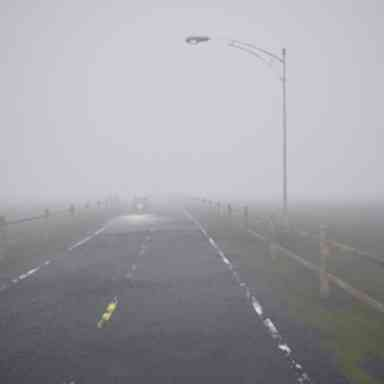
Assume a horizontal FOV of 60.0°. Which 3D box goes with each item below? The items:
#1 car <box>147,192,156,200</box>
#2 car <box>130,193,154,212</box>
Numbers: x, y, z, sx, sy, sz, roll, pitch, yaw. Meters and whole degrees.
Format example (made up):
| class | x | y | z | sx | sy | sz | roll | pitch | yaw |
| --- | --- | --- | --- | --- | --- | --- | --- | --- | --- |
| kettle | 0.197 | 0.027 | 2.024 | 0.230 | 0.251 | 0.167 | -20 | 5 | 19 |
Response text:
| class | x | y | z | sx | sy | sz | roll | pitch | yaw |
| --- | --- | --- | --- | --- | --- | --- | --- | --- | --- |
| car | -8.568 | 0.714 | 68.065 | 1.882 | 1.535 | 5.008 | -1 | 1 | -14 |
| car | -5.105 | 1.160 | 33.304 | 2.128 | 1.511 | 4.902 | -1 | 1 | -7 |
